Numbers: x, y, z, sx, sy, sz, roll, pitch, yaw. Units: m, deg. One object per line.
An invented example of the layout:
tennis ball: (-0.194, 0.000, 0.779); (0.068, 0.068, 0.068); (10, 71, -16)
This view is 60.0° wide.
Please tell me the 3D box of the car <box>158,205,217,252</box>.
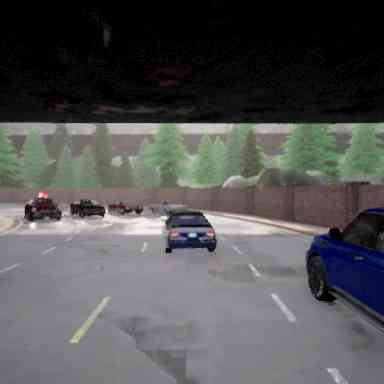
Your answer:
car: (-0.230, 1.463, 13.496); (2.033, 1.411, 5.357); (0, 0, -6)

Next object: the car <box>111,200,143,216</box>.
car: (-6.285, 1.409, 30.714); (1.895, 1.301, 4.718); (0, 0, -33)

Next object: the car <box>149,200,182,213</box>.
car: (-2.321, 1.408, 30.901); (1.895, 1.301, 4.718); (0, 0, -30)

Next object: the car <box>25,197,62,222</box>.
car: (-11.139, 1.197, 24.843); (2.097, 1.767, 4.553); (0, 1, -32)

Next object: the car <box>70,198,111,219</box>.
car: (-8.682, 1.306, 27.574); (1.882, 1.535, 5.008); (0, 0, -33)

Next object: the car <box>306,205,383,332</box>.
car: (3.569, 1.192, 4.965); (2.150, 2.045, 5.566); (0, 1, 0)
